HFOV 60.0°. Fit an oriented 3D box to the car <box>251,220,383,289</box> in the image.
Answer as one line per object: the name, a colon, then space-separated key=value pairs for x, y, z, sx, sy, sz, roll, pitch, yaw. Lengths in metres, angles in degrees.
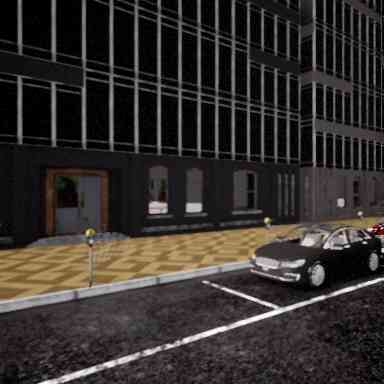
car: x=3.509 y=1.557 z=9.067 sx=4.403 sy=1.369 sz=2.008 roll=0 pitch=0 yaw=-36
